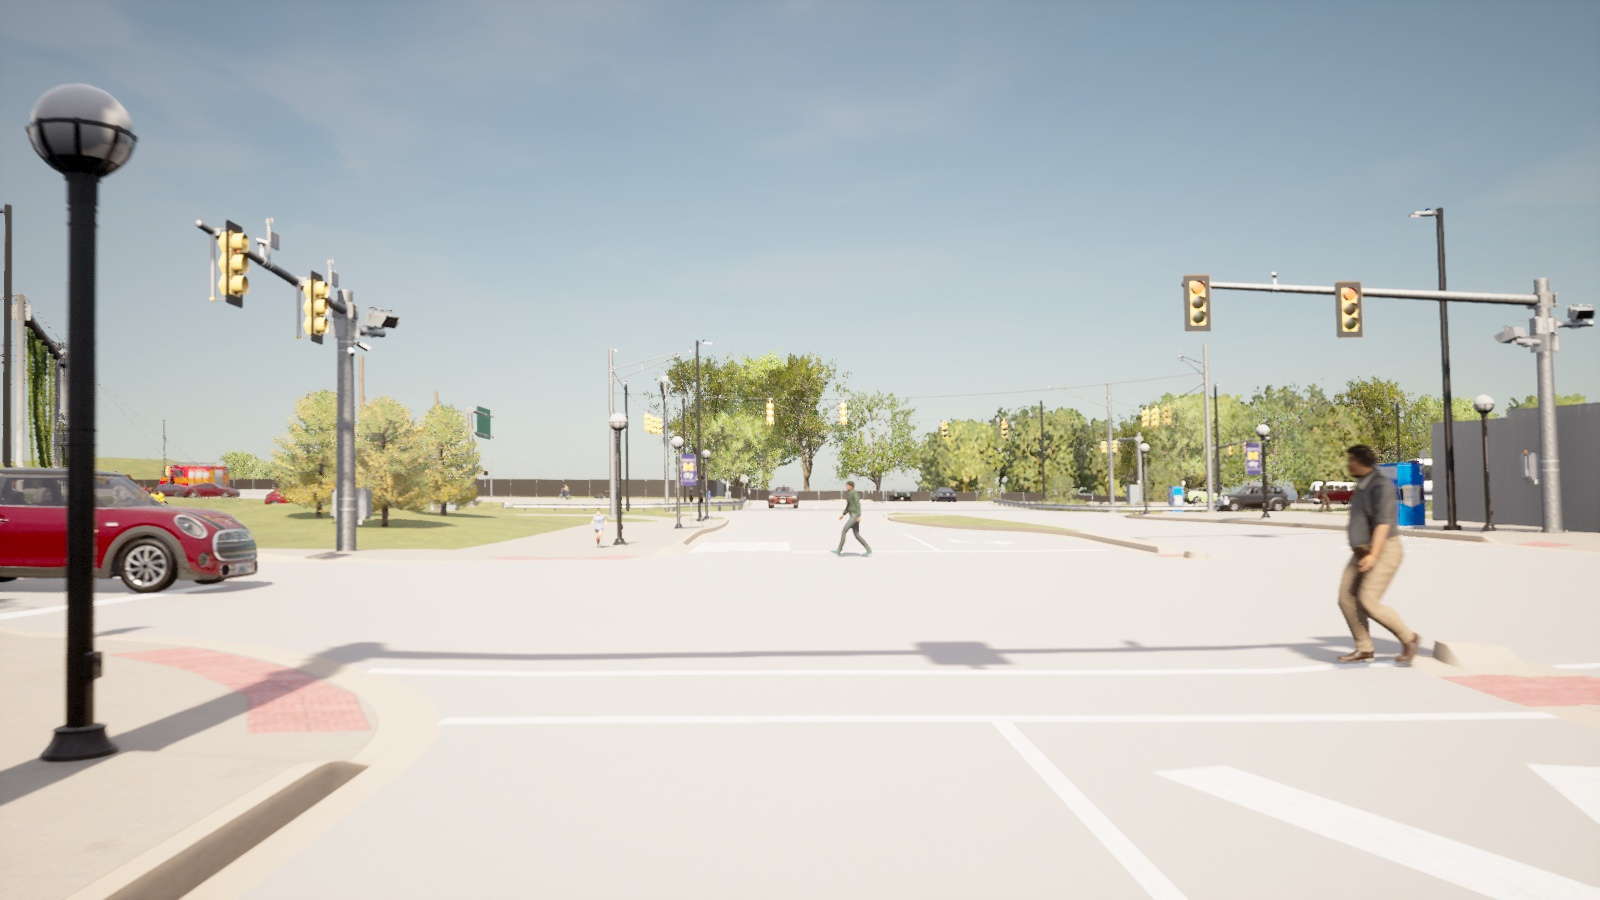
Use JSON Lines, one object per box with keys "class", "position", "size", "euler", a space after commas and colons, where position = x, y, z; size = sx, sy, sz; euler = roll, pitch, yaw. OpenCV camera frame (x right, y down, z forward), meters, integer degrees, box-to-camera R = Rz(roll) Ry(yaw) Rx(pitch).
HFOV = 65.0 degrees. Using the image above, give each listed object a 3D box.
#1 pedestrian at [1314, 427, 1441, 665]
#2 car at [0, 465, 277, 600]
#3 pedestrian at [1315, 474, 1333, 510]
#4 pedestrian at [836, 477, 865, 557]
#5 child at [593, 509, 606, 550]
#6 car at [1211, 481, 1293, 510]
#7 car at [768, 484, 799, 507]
{"class": "pedestrian", "position": [4.659, 0.765, 10.163], "size": [0.694, 1.848, 0.540], "euler": [-2, -2, 1]}
{"class": "car", "position": [-10.069, 1.132, 17.640], "size": [4.553, 1.767, 2.097], "euler": [0, -2, -2]}
{"class": "pedestrian", "position": [28.823, 2.304, 69.068], "size": [0.692, 1.930, 0.395], "euler": [-2, -2, -1]}
{"class": "pedestrian", "position": [1.192, 1.571, 29.617], "size": [0.614, 1.847, 0.353], "euler": [-1, -2, -4]}
{"class": "child", "position": [-5.465, 2.164, 34.280], "size": [0.255, 1.110, 0.394], "euler": [-2, -2, 2]}
{"class": "car", "position": [29.607, 2.982, 82.325], "size": [4.605, 1.855, 1.932], "euler": [-1, -2, 0]}
{"class": "car", "position": [-1.185, 3.346, 92.742], "size": [2.152, 1.651, 5.027], "euler": [0, -2, 1]}
